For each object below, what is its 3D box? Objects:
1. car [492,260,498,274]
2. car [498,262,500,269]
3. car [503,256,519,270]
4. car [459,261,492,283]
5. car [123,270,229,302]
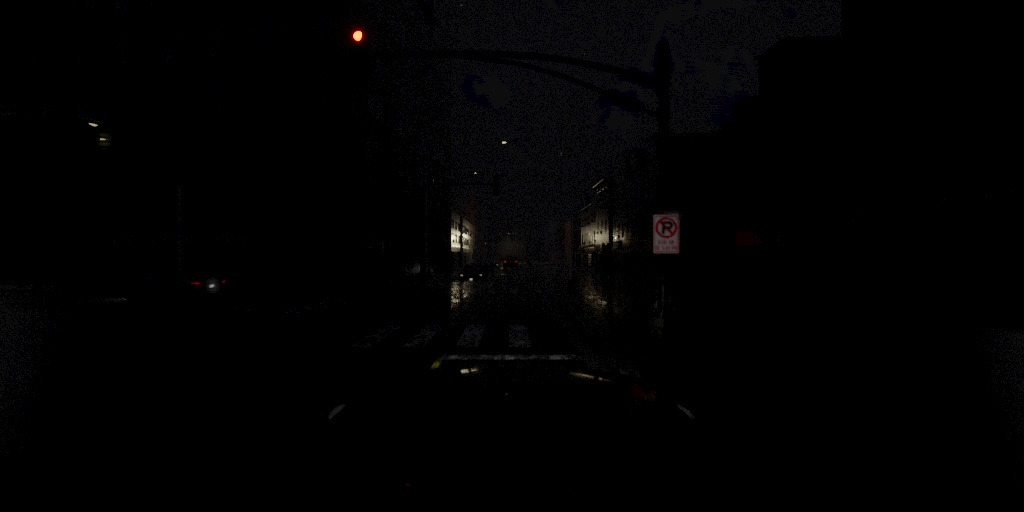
[{"bbox_3d":[-2.996,1.304,41.243,2.033,1.411,5.357,0,0,0],"label":"car"},{"bbox_3d":[-3.004,1.314,58.937,2.033,1.411,5.357,0,0,0],"label":"car"},{"bbox_3d":[-0.193,0.984,52.561,2.150,2.045,5.566,0,0,0],"label":"car"},{"bbox_3d":[-2.950,1.301,28.387,2.033,1.411,5.357,0,0,0],"label":"car"},{"bbox_3d":[-16.001,1.385,17.144,4.181,1.385,1.994,0,0,9],"label":"car"}]
